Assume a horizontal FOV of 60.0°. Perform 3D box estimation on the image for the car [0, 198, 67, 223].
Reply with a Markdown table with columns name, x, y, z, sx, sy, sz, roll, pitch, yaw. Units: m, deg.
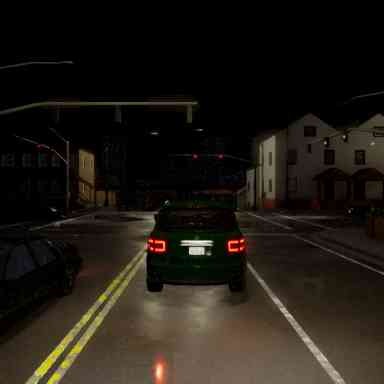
| name | x | y | z | sx | sy | sz | roll | pitch | yaw |
| --- | --- | --- | --- | --- | --- | --- | --- | --- | --- |
| car | -12.036 | 1.341 | 25.485 | 4.553 | 1.767 | 2.097 | -2 | 0 | 3 |

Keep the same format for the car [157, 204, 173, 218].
| name | x | y | z | sx | sy | sz | roll | pitch | yaw |
| --- | --- | --- | --- | --- | --- | --- | --- | --- | --- |
| car | -3.593 | 2.597 | 45.329 | 1.812 | 1.442 | 4.674 | 0 | -9 | 0 |

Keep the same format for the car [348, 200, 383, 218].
| name | x | y | z | sx | sy | sz | roll | pitch | yaw |
| --- | --- | --- | --- | --- | --- | --- | --- | --- | --- |
| car | 16.563 | 1.491 | 29.786 | 4.902 | 1.511 | 2.128 | 0 | 0 | -1 |

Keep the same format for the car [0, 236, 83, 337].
| name | x | y | z | sx | sy | sz | roll | pitch | yaw |
| --- | --- | --- | --- | --- | --- | --- | --- | --- | --- |
| car | -3.572 | 1.547 | 5.863 | 2.033 | 1.411 | 5.357 | 0 | 0 | 0 |

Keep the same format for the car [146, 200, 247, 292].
| name | x | y | z | sx | sy | sz | roll | pitch | yaw |
| --- | --- | --- | --- | --- | --- | --- | --- | --- | --- |
| car | 0.090 | 1.221 | 9.059 | 2.150 | 2.045 | 5.566 | 0 | 0 | 0 |
